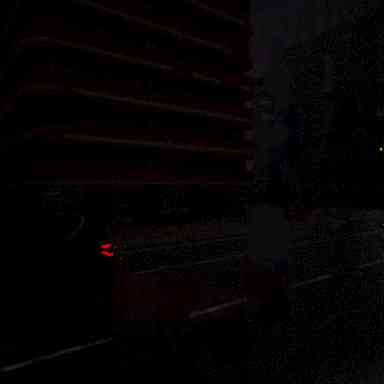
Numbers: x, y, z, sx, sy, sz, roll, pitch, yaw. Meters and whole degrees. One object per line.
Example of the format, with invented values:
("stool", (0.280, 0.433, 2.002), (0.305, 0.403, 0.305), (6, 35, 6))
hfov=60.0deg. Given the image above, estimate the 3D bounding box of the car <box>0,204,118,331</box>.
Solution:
("car", (-4.004, 1.279, 5.392), (5.566, 2.045, 2.150), (-1, 0, -36))
